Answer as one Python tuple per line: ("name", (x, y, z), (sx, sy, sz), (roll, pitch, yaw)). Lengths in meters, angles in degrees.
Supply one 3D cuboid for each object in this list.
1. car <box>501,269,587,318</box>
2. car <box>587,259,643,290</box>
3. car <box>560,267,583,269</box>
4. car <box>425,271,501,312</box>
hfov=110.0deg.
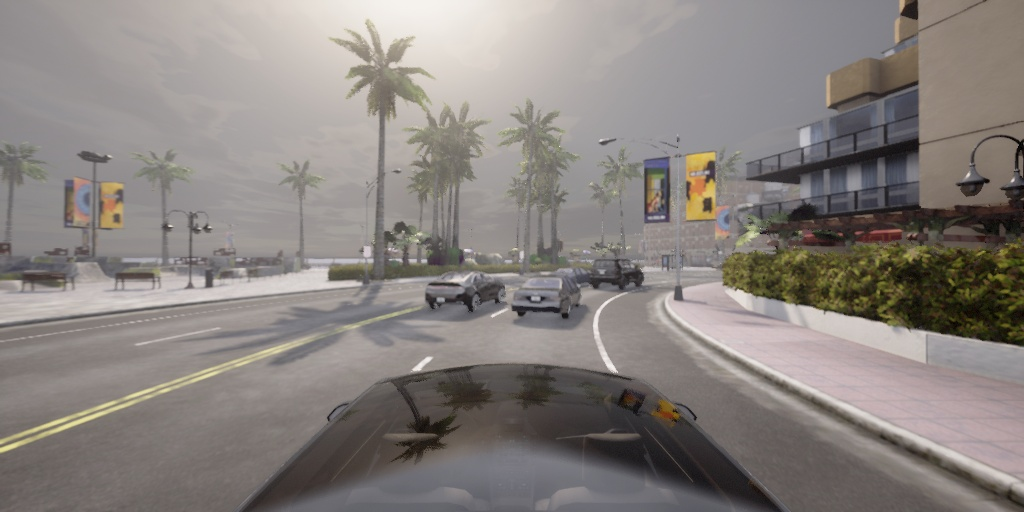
("car", (1.474, 1.411, 13.684), (2.033, 1.411, 5.357), (0, -1, 17))
("car", (7.451, 1.205, 25.324), (2.150, 2.045, 5.566), (0, -1, 37))
("car", (4.645, 1.547, 27.416), (2.033, 1.411, 5.357), (0, -1, 37))
("car", (-1.770, 1.358, 14.973), (2.128, 1.511, 4.902), (0, 0, 18))
